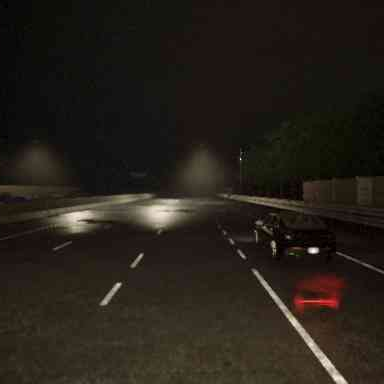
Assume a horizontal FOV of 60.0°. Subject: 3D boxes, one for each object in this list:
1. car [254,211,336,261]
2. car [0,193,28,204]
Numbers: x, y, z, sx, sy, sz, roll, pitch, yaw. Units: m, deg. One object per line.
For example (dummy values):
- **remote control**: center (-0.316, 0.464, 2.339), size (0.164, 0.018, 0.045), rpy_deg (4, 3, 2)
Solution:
- **car**: center (3.530, 1.473, 12.127), size (1.837, 1.490, 4.892), rpy_deg (0, 0, 0)
- **car**: center (-24.641, 1.307, 46.498), size (1.812, 1.442, 4.674), rpy_deg (0, 0, 0)
